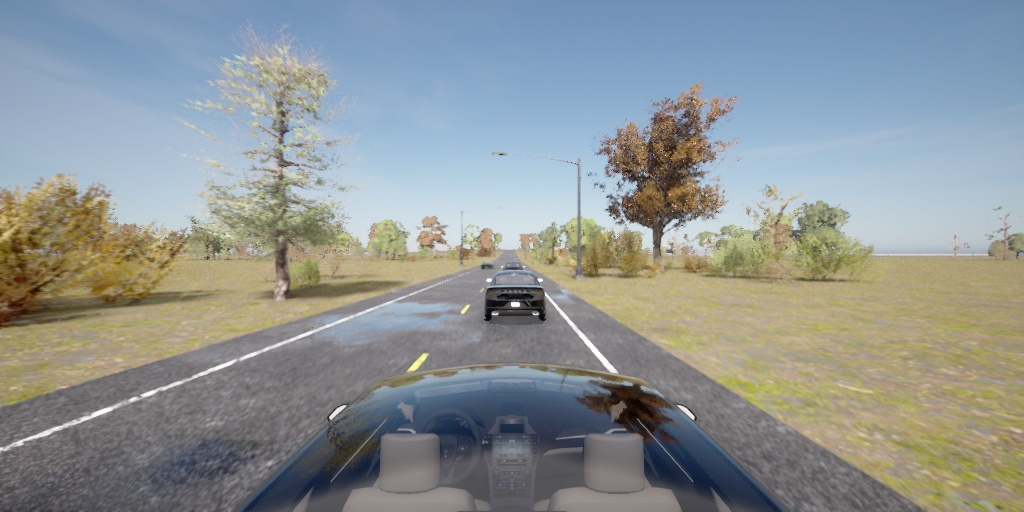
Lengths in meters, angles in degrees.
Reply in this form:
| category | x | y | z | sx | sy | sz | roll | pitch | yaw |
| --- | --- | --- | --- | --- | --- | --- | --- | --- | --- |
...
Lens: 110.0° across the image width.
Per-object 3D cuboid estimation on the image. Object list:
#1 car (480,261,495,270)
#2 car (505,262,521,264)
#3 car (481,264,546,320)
| category | x | y | z | sx | sy | sz | roll | pitch | yaw |
| --- | --- | --- | --- | --- | --- | --- | --- | --- | --- |
| car | -3.537 | 1.333 | 52.195 | 1.895 | 1.301 | 4.718 | 0 | 0 | 1 |
| car | 0.096 | 1.248 | 31.049 | 1.837 | 1.490 | 4.892 | 0 | 0 | 0 |
| car | 0.098 | 1.226 | 12.676 | 1.882 | 1.535 | 5.008 | 0 | 0 | 0 |
